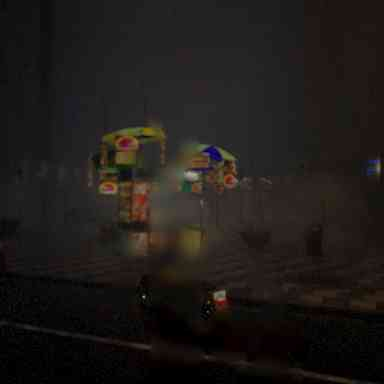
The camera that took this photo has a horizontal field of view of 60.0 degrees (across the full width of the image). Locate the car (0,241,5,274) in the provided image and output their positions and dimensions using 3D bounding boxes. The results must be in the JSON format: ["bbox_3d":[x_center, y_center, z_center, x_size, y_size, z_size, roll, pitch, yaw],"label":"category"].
[{"bbox_3d":[-7.212,1.388,8.546,4.553,1.767,2.185,0,-1,18],"label":"car"}]
